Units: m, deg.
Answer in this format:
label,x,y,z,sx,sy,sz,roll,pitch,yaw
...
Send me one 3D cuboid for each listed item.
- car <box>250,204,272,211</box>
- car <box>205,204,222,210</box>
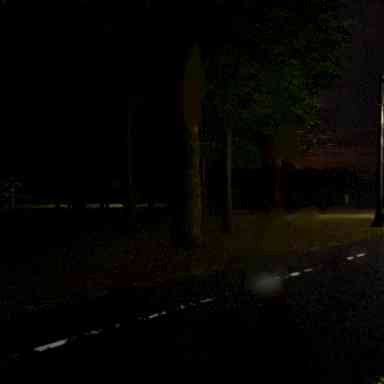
label,x,y,z,sx,sy,sz,roll,pitch,yaw
car,15.022,3.309,71.972,2.033,1.411,5.357,-1,-1,-40
car,5.381,3.743,83.466,2.128,1.511,4.902,-1,-1,-40
